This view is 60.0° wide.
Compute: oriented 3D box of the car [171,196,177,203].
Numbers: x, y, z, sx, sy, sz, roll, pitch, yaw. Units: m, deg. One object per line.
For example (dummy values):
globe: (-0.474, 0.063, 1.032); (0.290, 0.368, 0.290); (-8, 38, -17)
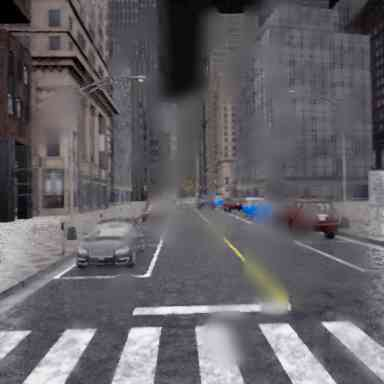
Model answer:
car: (-3.997, 1.809, 55.160); (1.967, 1.590, 4.097); (0, 0, -2)

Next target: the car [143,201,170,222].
car: (-3.136, 1.721, 27.876); (1.887, 1.381, 4.507); (0, 0, -2)

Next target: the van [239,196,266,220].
van: (5.382, 1.377, 28.137); (1.690, 1.788, 3.998); (0, 0, -2)

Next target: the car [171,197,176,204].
car: (-3.825, 1.877, 49.703); (2.008, 1.369, 4.403); (0, 0, -2)

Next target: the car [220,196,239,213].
car: (5.038, 1.422, 39.053); (2.192, 1.841, 5.009); (0, 0, -2)

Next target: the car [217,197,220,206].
car: (4.867, 1.696, 44.508); (2.008, 1.369, 4.403); (0, 0, -2)

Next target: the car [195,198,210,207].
car: (1.859, 1.847, 58.828); (2.033, 1.411, 5.357); (-1, 0, -4)

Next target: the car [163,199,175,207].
car: (-4.169, 1.959, 60.616); (1.887, 1.381, 4.507); (0, 0, -2)

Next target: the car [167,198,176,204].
car: (-4.684, 2.137, 76.984); (1.947, 1.339, 4.313); (0, -1, -2)

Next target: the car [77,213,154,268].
car: (-2.620, 1.634, 11.506); (2.008, 1.369, 4.403); (0, 0, -2)

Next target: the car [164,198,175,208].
car: (-3.653, 1.837, 44.246); (2.008, 1.369, 4.403); (0, 0, -2)

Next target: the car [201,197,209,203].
car: (3.492, 2.096, 88.163); (1.887, 1.381, 4.507); (-1, -1, -2)

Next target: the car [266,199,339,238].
car: (5.727, 1.287, 17.223); (2.192, 1.841, 5.009); (0, 0, -2)

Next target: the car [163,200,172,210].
car: (-3.309, 1.762, 33.332); (2.008, 1.369, 4.403); (0, 0, -2)

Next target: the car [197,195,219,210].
car: (2.167, 1.438, 48.301); (2.150, 2.045, 5.566); (-1, 0, -2)

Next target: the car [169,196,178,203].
car: (-5.201, 2.071, 93.356); (2.192, 1.841, 5.009); (-1, -1, -2)

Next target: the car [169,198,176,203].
car: (-5.023, 2.215, 87.727); (1.752, 1.417, 4.829); (0, -1, -2)
